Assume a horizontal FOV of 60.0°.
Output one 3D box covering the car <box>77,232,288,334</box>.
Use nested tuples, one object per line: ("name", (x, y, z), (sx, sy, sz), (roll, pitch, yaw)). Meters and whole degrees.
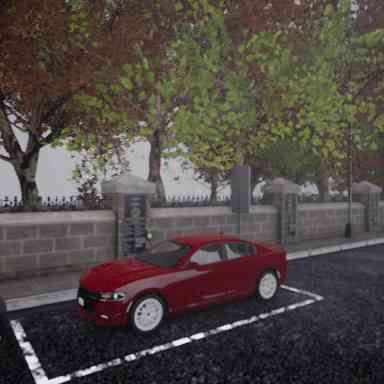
("car", (0.021, 1.544, 6.735), (4.507, 1.381, 1.887), (0, 0, -36))

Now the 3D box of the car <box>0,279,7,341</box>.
("car", (-4.457, 1.551, 3.473), (4.403, 1.369, 2.008), (0, 0, -36))
